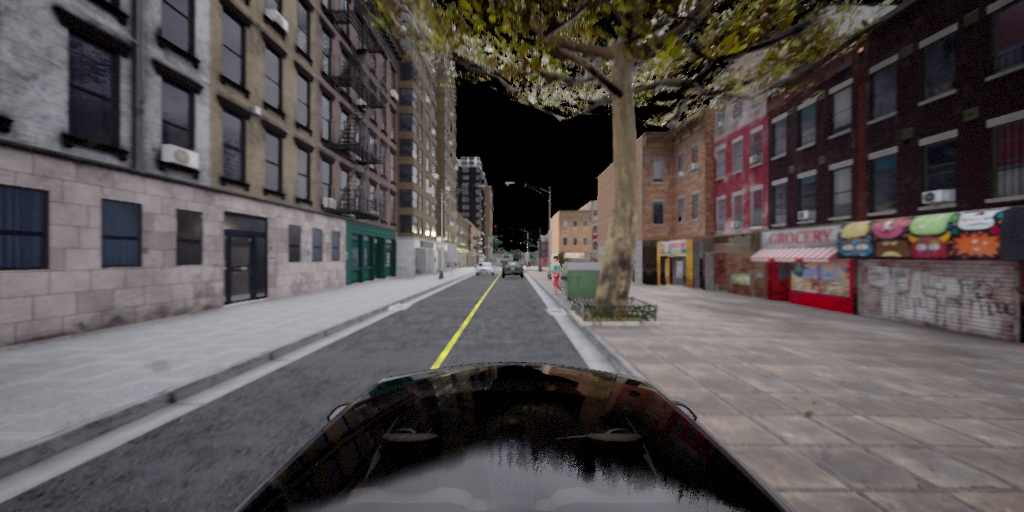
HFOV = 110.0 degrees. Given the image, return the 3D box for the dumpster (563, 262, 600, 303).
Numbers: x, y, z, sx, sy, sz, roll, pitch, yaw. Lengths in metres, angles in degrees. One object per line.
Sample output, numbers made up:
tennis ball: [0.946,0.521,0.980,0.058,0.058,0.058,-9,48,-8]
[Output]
dumpster: [3.009,1.136,15.731,1.020,1.700,1.940,0,0,0]

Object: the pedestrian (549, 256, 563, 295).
pedestrian: [2.052,0.884,16.566,0.375,1.860,0.375,0,0,-10]

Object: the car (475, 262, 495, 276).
car: [-2.810,1.374,38.333,1.812,1.442,4.674,0,-1,0]

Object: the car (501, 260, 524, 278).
car: [0.078,1.175,34.994,2.097,1.767,4.553,0,0,0]

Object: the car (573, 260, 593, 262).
car: [10.796,1.560,51.008,5.009,1.841,2.192,0,0,0]
